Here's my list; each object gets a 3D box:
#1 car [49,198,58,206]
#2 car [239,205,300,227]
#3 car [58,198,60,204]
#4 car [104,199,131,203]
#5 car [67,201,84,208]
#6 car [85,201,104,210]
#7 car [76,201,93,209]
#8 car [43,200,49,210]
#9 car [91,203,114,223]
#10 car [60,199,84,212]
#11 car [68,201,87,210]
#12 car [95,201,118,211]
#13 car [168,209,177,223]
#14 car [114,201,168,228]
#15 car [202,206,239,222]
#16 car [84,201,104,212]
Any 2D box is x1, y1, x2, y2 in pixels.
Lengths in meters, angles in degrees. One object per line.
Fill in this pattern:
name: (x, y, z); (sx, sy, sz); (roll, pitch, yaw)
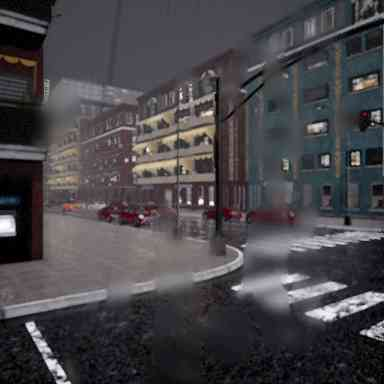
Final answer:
car: (-32.443, 2.340, 78.988); (2.192, 1.841, 5.009); (-1, 0, -35)
car: (5.805, 1.648, 24.485); (1.967, 1.590, 4.097); (-1, 0, -35)
car: (-26.066, 2.440, 69.902); (2.008, 1.369, 4.403); (-1, 0, -35)
car: (-10.137, 1.865, 47.192); (2.192, 1.841, 5.009); (-1, 0, -35)
car: (-22.880, 2.388, 65.360); (1.947, 1.339, 4.313); (-1, 0, -35)
car: (-16.506, 2.269, 56.275); (1.802, 1.307, 4.206); (-1, 0, -35)
car: (-19.693, 2.337, 60.818); (1.802, 1.307, 4.206); (-1, 0, -35)
car: (-26.134, 2.178, 56.275); (1.967, 1.590, 4.097); (-1, 0, -35)
car: (-7.012, 1.910, 29.021); (1.802, 1.307, 4.206); (-1, 0, -35)
car: (-16.717, 1.938, 47.273); (2.097, 1.767, 4.553); (0, -1, -35)
car: (-19.247, 2.221, 55.731); (1.812, 1.442, 4.674); (0, -1, -35)
car: (-13.320, 2.169, 51.733); (2.008, 1.369, 4.403); (-1, 0, -35)
car: (-3.032, 1.769, 27.655); (1.882, 1.535, 5.008); (0, -1, -35)
car: (-3.828, 1.700, 24.479); (1.967, 1.590, 4.097); (-1, 0, -35)
car: (2.617, 1.858, 29.025); (1.802, 1.307, 4.206); (-1, 0, -35)
car: (-13.538, 2.100, 47.662); (1.812, 1.442, 4.674); (0, -1, -35)
